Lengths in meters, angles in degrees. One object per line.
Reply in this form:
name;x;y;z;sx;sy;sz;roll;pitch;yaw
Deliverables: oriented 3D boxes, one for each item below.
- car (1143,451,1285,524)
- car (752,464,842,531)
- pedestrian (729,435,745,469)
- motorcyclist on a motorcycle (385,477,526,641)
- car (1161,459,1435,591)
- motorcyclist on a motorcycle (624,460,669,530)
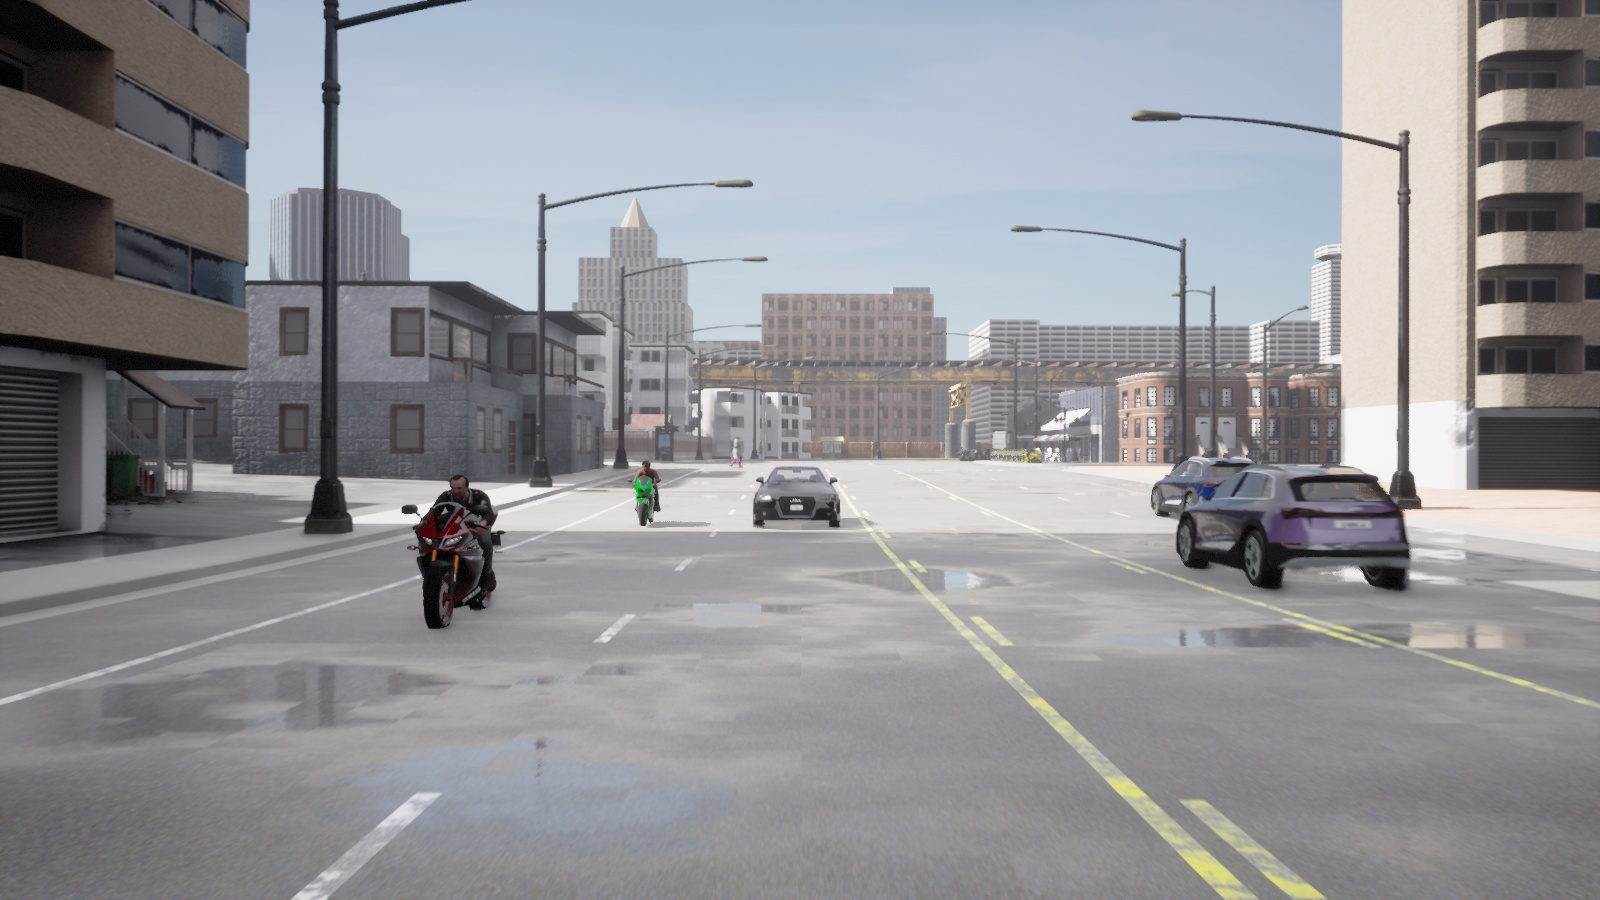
car;10.424;0.886;32.041;2.033;1.649;4.856;0;1;0
car;-0.070;1.086;29.970;1.994;1.385;4.181;0;1;0
pedestrian;-3.617;0.099;72.183;0.873;1.952;0.659;0;0;-4
motorcyclist on a motorcycle;-3.530;1.066;13.089;0.866;1.530;2.191;0;-1;0
car;6.957;0.959;18.211;2.033;1.649;4.856;0;0;0
motorcyclist on a motorcycle;-3.569;1.024;29.341;0.797;1.523;2.044;0;1;0
